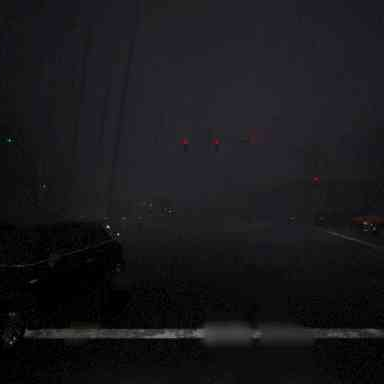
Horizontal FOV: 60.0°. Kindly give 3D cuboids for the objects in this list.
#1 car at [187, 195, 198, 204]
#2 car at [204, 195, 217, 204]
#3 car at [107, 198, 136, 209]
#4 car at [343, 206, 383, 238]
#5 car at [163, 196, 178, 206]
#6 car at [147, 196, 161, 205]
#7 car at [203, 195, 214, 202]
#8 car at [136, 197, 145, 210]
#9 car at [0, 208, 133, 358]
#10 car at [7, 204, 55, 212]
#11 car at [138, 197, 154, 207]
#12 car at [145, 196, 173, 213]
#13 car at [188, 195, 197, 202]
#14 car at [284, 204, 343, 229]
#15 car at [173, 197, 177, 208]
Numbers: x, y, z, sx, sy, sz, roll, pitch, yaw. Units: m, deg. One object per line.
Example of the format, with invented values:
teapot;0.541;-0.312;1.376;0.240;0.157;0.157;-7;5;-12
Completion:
car;0.052;1.505;63.812;1.837;1.490;4.892;0;0;0
car;3.552;1.352;63.779;2.097;1.767;4.553;0;0;0
car;-7.067;1.526;32.940;1.812;1.442;4.674;0;0;0
car;10.940;1.528;17.357;5.008;1.535;1.882;0;0;-2
car;-3.534;1.492;55.661;2.128;1.511;4.902;0;0;0
car;-7.012;1.492;62.128;2.128;1.511;4.902;0;0;0
car;3.561;1.386;73.918;2.128;1.511;4.902;0;0;0
car;-7.059;1.478;42.234;1.882;1.535;5.008;0;0;0
car;-3.086;1.368;6.189;2.097;1.767;4.553;0;0;16
car;-10.365;1.520;20.984;5.008;1.535;1.882;0;0;0
car;-7.048;1.505;51.720;1.837;1.490;4.892;0;0;0
car;-3.558;1.352;37.033;2.097;1.767;4.553;0;0;0
car;0.061;1.413;73.921;1.994;1.385;4.181;0;0;0
car;8.380;1.516;21.008;5.008;1.535;1.882;1;0;0
car;-3.556;1.564;45.603;1.994;1.385;4.181;0;0;0
